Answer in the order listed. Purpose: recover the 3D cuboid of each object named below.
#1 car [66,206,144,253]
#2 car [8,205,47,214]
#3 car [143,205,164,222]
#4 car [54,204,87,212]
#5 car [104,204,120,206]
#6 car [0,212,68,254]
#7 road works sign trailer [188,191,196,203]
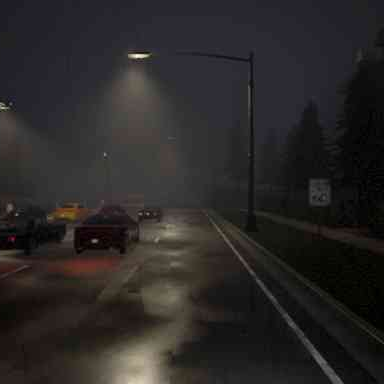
[{"bbox_3d":[-3.504,1.619,14.457,1.882,1.535,5.008,0,0,0],"label":"car"},{"bbox_3d":[-14.353,1.849,29.236,1.994,1.385,4.181,0,-1,0],"label":"car"},{"bbox_3d":[-3.516,1.830,28.971,2.033,1.411,5.357,0,-1,0],"label":"car"},{"bbox_3d":[-10.512,1.765,29.453,1.882,1.535,5.008,0,0,0],"label":"car"},{"bbox_3d":[-7.013,1.812,29.349,1.812,1.442,4.674,0,0,0],"label":"car"},{"bbox_3d":[-7.007,1.739,14.086,1.895,1.301,4.718,0,-1,0],"label":"car"},{"bbox_3d":[-0.054,1.375,93.610,2.380,3.560,2.880,0,-1,0],"label":"road works sign trailer"}]
